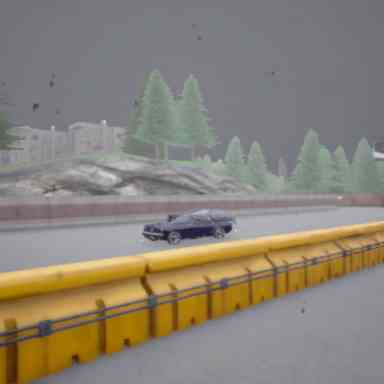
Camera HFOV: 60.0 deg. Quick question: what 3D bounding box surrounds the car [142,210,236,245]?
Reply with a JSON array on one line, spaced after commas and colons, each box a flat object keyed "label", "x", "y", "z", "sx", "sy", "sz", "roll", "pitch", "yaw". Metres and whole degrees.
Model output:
[{"label": "car", "x": -0.157, "y": 1.845, "z": 17.100, "sx": 4.718, "sy": 1.301, "sz": 1.895, "roll": 0, "pitch": -1, "yaw": -39}]

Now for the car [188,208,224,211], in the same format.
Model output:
[{"label": "car", "x": 1.002, "y": 1.834, "z": 22.532, "sx": 4.674, "sy": 1.442, "sz": 1.812, "roll": 0, "pitch": -1, "yaw": -40}]

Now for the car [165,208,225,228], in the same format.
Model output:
[{"label": "car", "x": 0.297, "y": 1.970, "z": 26.478, "sx": 4.718, "sy": 1.301, "sz": 1.895, "roll": 0, "pitch": -1, "yaw": -41}]
